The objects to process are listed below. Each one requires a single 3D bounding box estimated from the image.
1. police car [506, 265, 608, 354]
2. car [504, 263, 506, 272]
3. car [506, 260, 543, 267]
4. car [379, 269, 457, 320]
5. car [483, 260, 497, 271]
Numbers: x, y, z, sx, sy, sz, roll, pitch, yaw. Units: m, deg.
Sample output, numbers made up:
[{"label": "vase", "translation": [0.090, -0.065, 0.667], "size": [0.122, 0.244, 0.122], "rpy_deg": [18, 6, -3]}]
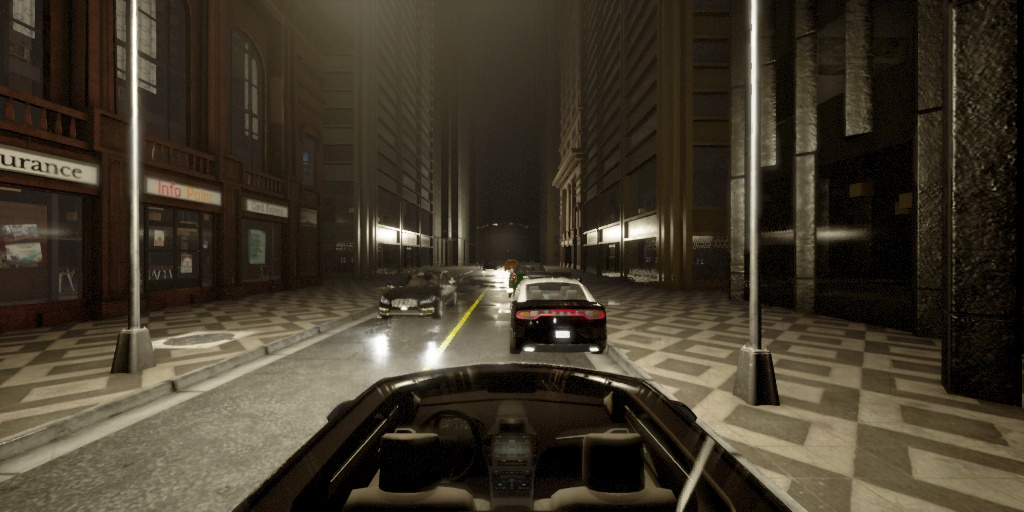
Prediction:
[{"label": "police car", "translation": [0.889, 1.178, 8.891], "size": [1.930, 1.638, 5.238], "rpy_deg": [0, 0, 0]}, {"label": "car", "translation": [-0.035, 1.281, 48.219], "size": [1.882, 1.535, 5.008], "rpy_deg": [0, 0, 0]}, {"label": "car", "translation": [0.872, 1.111, 18.752], "size": [2.097, 1.767, 4.553], "rpy_deg": [0, 0, 0]}, {"label": "car", "translation": [-3.118, 1.259, 12.768], "size": [1.837, 1.490, 4.892], "rpy_deg": [0, 0, 0]}, {"label": "car", "translation": [-3.081, 1.286, 50.767], "size": [1.882, 1.535, 5.008], "rpy_deg": [0, 0, 0]}]
